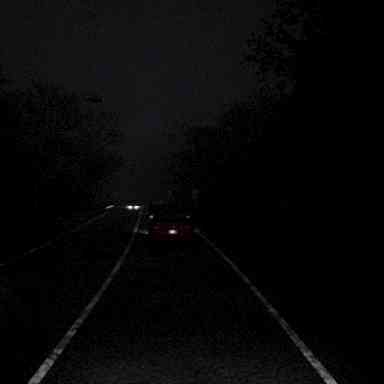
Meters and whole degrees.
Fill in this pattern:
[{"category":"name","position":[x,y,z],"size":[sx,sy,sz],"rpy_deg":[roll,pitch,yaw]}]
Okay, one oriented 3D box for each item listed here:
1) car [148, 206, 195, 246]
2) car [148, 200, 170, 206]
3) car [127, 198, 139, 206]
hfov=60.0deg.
[{"category":"car","position":[-1.013,1.571,15.359],"size":[1.994,1.385,4.181],"rpy_deg":[1,0,-7]},{"category":"car","position":[-2.992,1.466,30.316],"size":[1.882,1.535,5.008],"rpy_deg":[1,0,-8]},{"category":"car","position":[-10.675,1.842,60.659],"size":[2.128,1.511,4.902],"rpy_deg":[1,-3,-8]}]
